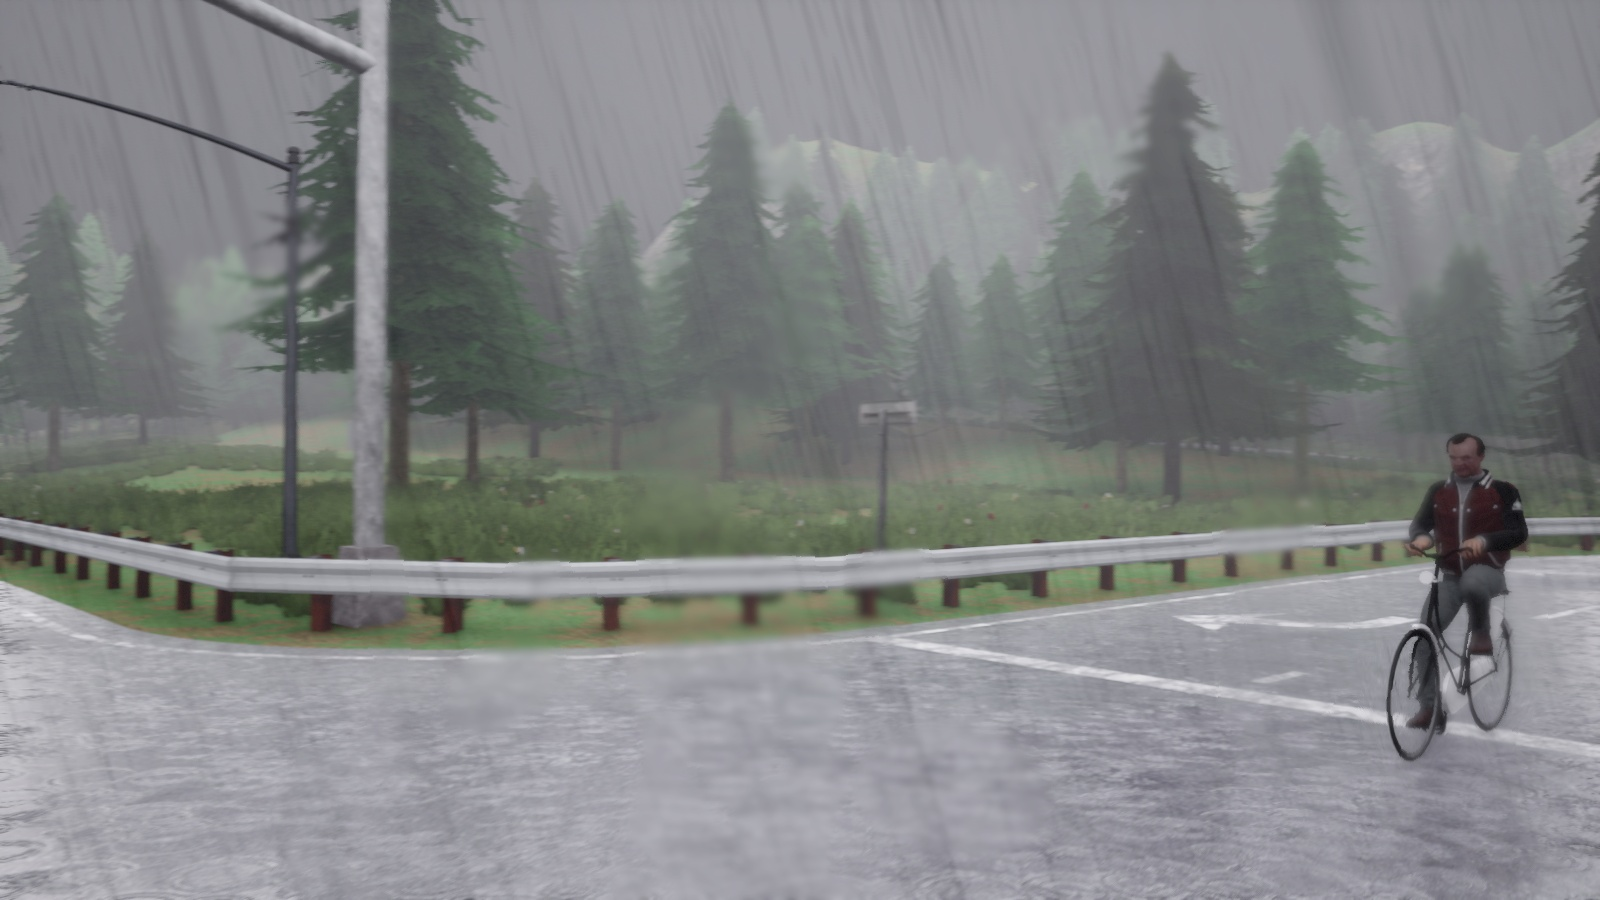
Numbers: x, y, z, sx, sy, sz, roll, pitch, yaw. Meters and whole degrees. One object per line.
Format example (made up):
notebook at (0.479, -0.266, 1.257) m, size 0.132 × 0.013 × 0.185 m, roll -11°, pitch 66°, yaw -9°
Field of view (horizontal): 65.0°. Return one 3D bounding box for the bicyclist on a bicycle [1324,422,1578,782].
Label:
bicyclist on a bicycle at (3.697, 0.762, 7.060) m, size 1.843 × 1.776 × 0.659 m, roll 1°, pitch -1°, yaw -42°
